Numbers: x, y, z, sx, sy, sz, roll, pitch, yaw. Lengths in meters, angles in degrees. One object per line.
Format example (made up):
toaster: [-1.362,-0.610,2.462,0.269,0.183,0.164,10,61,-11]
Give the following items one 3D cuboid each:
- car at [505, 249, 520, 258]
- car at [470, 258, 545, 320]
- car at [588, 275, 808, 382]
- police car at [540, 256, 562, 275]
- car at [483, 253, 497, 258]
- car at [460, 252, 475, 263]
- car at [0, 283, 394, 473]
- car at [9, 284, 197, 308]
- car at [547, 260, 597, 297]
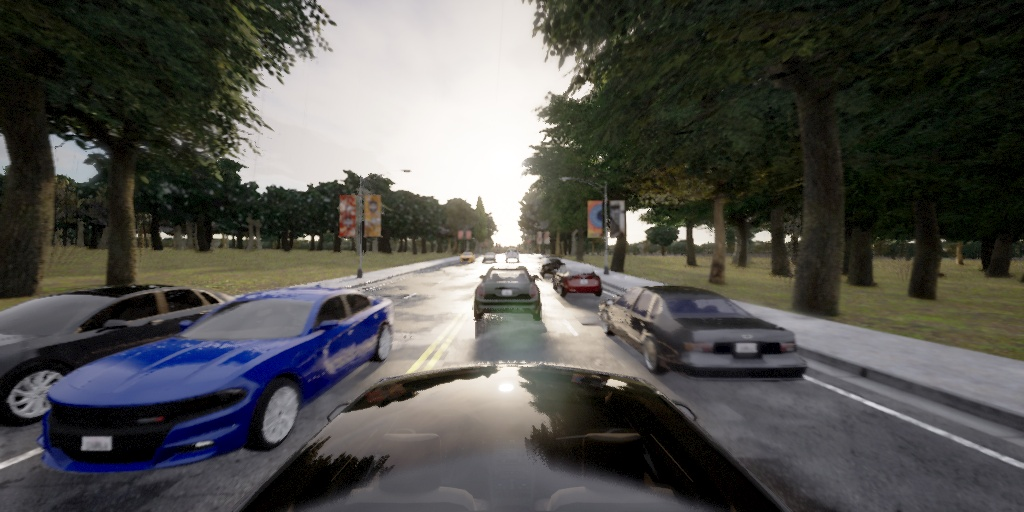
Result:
car: [0.070,-0.186,58.027,2.150,2.045,5.566,0,2,0]
car: [-0.116,1.087,12.795,2.097,1.767,4.553,0,0,1]
car: [3.249,1.312,7.486,2.033,1.411,5.357,0,0,0]
police car: [3.247,0.796,29.577,1.930,1.638,5.238,0,2,0]
car: [-3.260,0.255,52.810,1.812,1.442,4.674,0,1,0]
car: [-6.510,0.207,52.833,1.882,1.535,5.008,0,1,0]
car: [-3.350,1.242,5.390,1.882,1.535,5.008,0,0,0]
car: [-6.599,1.271,5.801,1.837,1.490,4.892,0,0,0]
car: [3.248,1.156,18.505,2.163,1.488,4.792,0,1,0]
